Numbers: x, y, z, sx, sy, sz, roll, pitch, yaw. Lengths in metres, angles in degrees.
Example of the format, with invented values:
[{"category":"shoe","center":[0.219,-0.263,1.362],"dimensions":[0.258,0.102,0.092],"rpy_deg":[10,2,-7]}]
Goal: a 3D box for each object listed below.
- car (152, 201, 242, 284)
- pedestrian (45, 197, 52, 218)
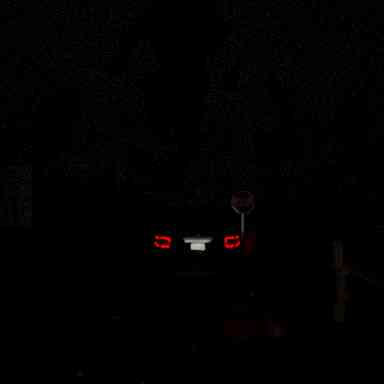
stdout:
[{"category":"car","center":[0.065,1.276,9.927],"dimensions":[2.150,2.045,5.566],"rpy_deg":[0,0,-1]},{"category":"pedestrian","center":[-12.126,1.282,28.055],"dimensions":[0.375,1.860,0.375],"rpy_deg":[0,-2,0]}]
